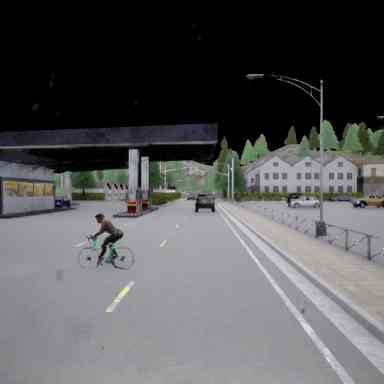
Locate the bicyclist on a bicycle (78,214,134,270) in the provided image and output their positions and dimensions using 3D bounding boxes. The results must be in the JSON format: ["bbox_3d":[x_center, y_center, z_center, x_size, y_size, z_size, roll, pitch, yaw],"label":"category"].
[{"bbox_3d":[-2.483,1.452,9.554,1.656,1.620,0.582,0,0,2],"label":"bicyclist on a bicycle"}]

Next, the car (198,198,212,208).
[{"bbox_3d":[1.889,1.564,48.756,1.994,1.385,4.181,0,0,2],"label":"car"}]

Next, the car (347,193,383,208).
[{"bbox_3d":[22.721,1.097,42.155,4.605,1.855,1.932,0,0,2],"label":"car"}]

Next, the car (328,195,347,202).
[{"bbox_3d":[30.697,1.348,67.786,5.357,1.411,2.033,0,0,2],"label":"car"}]

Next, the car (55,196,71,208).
[{"bbox_3d":[-19.004,1.480,47.321,2.242,1.667,4.611,0,0,2],"label":"car"}]

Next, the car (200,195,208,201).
[{"bbox_3d":[3.374,1.525,90.552,2.128,1.511,4.902,0,0,2],"label":"car"}]

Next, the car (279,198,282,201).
[{"bbox_3d":[20.054,1.361,68.154,4.181,1.385,1.994,0,0,2],"label":"car"}]

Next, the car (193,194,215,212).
[{"bbox_3d":[1.493,1.221,38.164,2.150,2.045,5.566,0,0,2],"label":"car"}]

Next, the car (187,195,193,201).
[{"bbox_3d":[-0.264,1.540,86.952,2.033,1.411,5.357,0,0,2],"label":"car"}]

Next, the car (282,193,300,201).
[{"bbox_3d":[14.962,1.077,45.691,3.866,1.878,1.905,0,0,2],"label":"car"}]

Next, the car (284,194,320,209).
[{"bbox_3d":[14.245,1.361,42.387,3.806,1.475,1.970,0,0,2],"label":"car"}]
